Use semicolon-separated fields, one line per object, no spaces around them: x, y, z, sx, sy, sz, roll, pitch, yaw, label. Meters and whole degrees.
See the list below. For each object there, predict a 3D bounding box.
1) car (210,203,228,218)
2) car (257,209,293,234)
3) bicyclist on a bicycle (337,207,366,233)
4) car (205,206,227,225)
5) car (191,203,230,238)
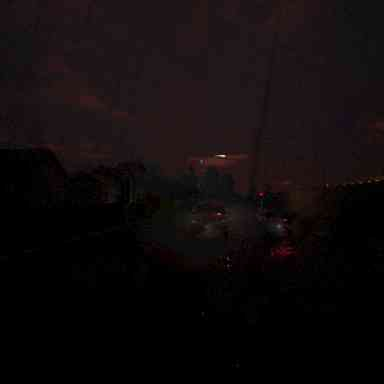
3.422;2.268;41.417;2.097;1.767;4.553;-1;-1;6;car
5.632;1.946;22.773;1.837;1.490;4.892;-1;-1;6;car
9.314;1.514;19.797;1.656;1.620;0.582;-32;-4;4;bicyclist on a bicycle
2.328;2.178;31.366;1.882;1.535;5.008;-1;-1;6;car
1.250;1.708;21.359;2.150;2.045;5.566;-1;-1;6;car
